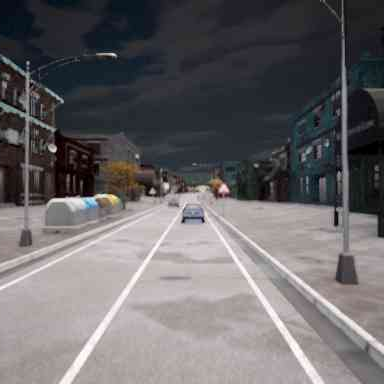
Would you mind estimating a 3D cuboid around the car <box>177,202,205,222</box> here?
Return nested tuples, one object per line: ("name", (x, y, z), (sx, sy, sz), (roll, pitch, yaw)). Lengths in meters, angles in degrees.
("car", (0.099, 1.696, 27.745), (2.033, 1.411, 5.357), (0, 0, 0))

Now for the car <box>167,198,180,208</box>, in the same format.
("car", (-3.061, 1.844, 56.221), (1.837, 1.490, 4.892), (0, 0, 0))
